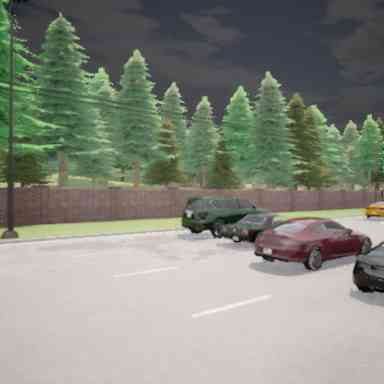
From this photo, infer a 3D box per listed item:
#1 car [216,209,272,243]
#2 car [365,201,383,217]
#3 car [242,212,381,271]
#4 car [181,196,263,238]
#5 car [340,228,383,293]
[{"bbox_3d":[3.600,1.631,14.916,4.718,1.301,1.895,0,0,-36],"label":"car"},{"bbox_3d":[16.891,1.556,28.696,5.008,1.535,1.882,0,0,-36],"label":"car"},{"bbox_3d":[4.054,1.551,10.955,4.674,1.442,1.812,0,0,-36],"label":"car"},{"bbox_3d":[2.034,1.253,18.098,5.566,2.045,2.150,0,0,-36],"label":"car"},{"bbox_3d":[5.611,1.587,7.750,4.181,1.385,1.994,0,0,-36],"label":"car"}]
